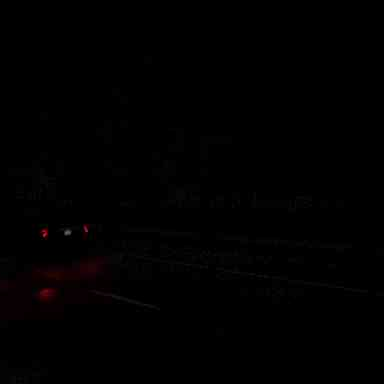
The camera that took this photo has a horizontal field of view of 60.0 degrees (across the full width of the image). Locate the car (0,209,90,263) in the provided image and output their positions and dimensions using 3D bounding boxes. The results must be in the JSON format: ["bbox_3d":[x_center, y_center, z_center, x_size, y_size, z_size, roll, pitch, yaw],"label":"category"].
[{"bbox_3d":[-5.937,1.411,12.510,4.553,1.767,2.097,0,0,36],"label":"car"}]
